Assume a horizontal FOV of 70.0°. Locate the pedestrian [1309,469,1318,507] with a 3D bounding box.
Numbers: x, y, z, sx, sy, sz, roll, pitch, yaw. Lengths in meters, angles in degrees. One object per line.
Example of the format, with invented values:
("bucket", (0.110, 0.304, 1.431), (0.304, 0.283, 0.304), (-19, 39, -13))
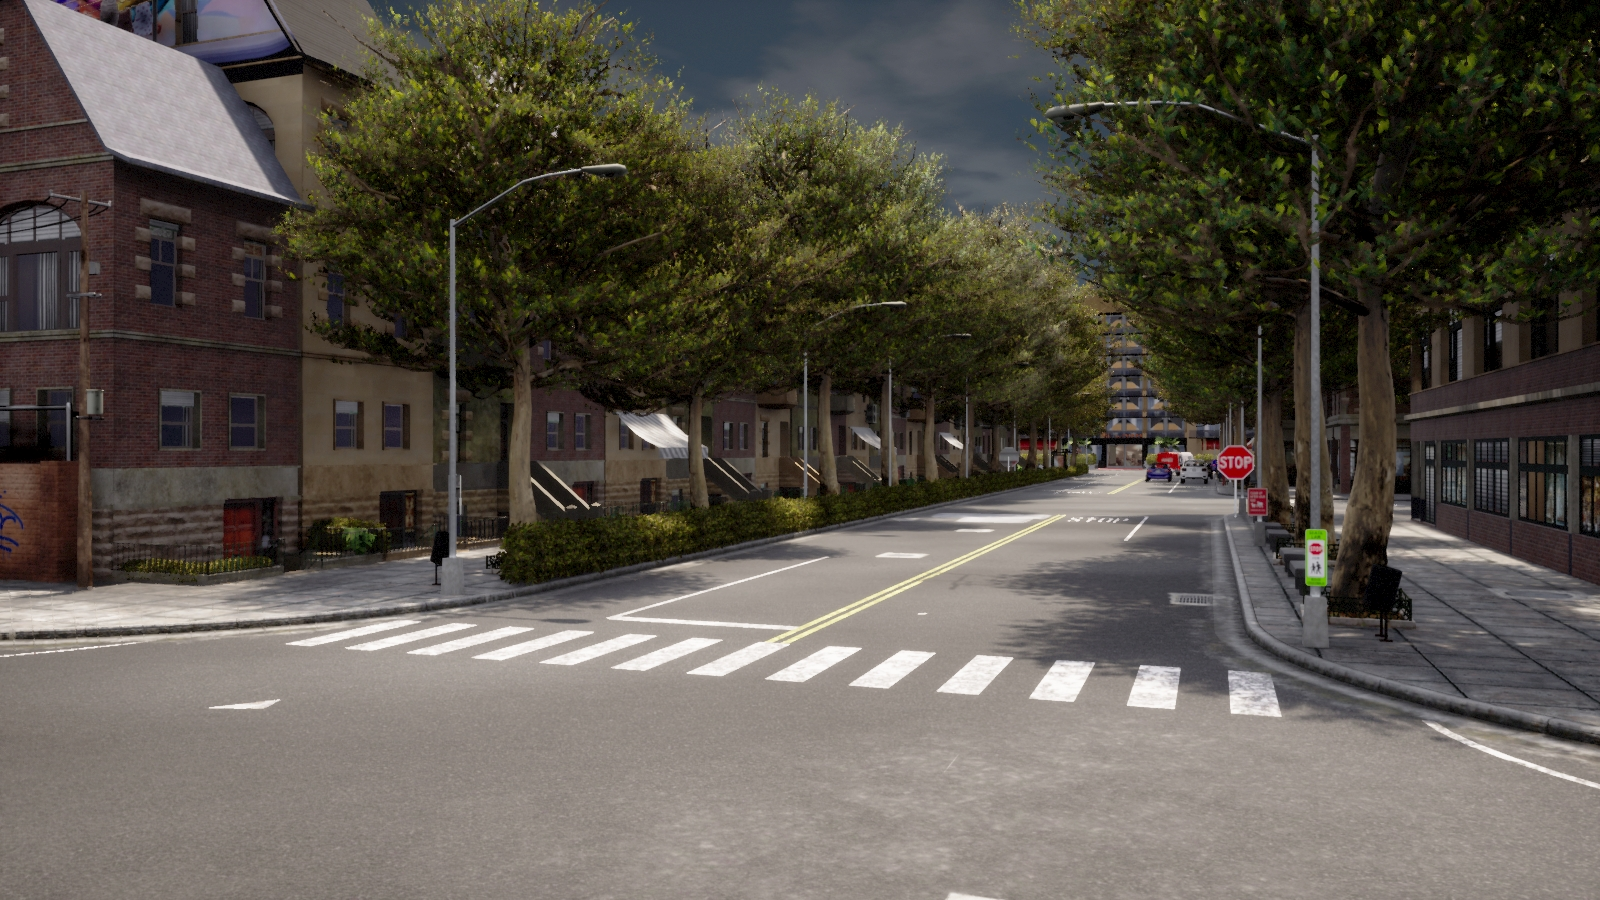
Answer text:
("pedestrian", (25.049, 1.847, 55.755), (0.375, 1.860, 0.375), (0, 0, 18))
